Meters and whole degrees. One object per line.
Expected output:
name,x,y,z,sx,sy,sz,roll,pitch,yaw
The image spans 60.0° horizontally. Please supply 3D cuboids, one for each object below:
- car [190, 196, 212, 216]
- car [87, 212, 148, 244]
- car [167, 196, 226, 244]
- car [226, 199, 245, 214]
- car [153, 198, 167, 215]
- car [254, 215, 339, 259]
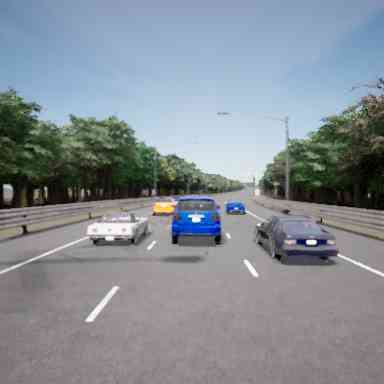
car,0.979,1.357,33.742,2.097,1.767,4.553,0,0,3
car,-3.282,1.586,15.732,1.895,1.301,4.718,0,0,1
car,0.230,1.221,16.091,2.150,2.045,5.566,0,0,1
car,4.617,1.499,35.873,1.882,1.535,5.008,0,0,4
car,-2.542,1.342,33.442,2.097,1.767,4.553,0,0,3
car,3.652,1.561,12.556,2.033,1.411,5.357,0,0,1
